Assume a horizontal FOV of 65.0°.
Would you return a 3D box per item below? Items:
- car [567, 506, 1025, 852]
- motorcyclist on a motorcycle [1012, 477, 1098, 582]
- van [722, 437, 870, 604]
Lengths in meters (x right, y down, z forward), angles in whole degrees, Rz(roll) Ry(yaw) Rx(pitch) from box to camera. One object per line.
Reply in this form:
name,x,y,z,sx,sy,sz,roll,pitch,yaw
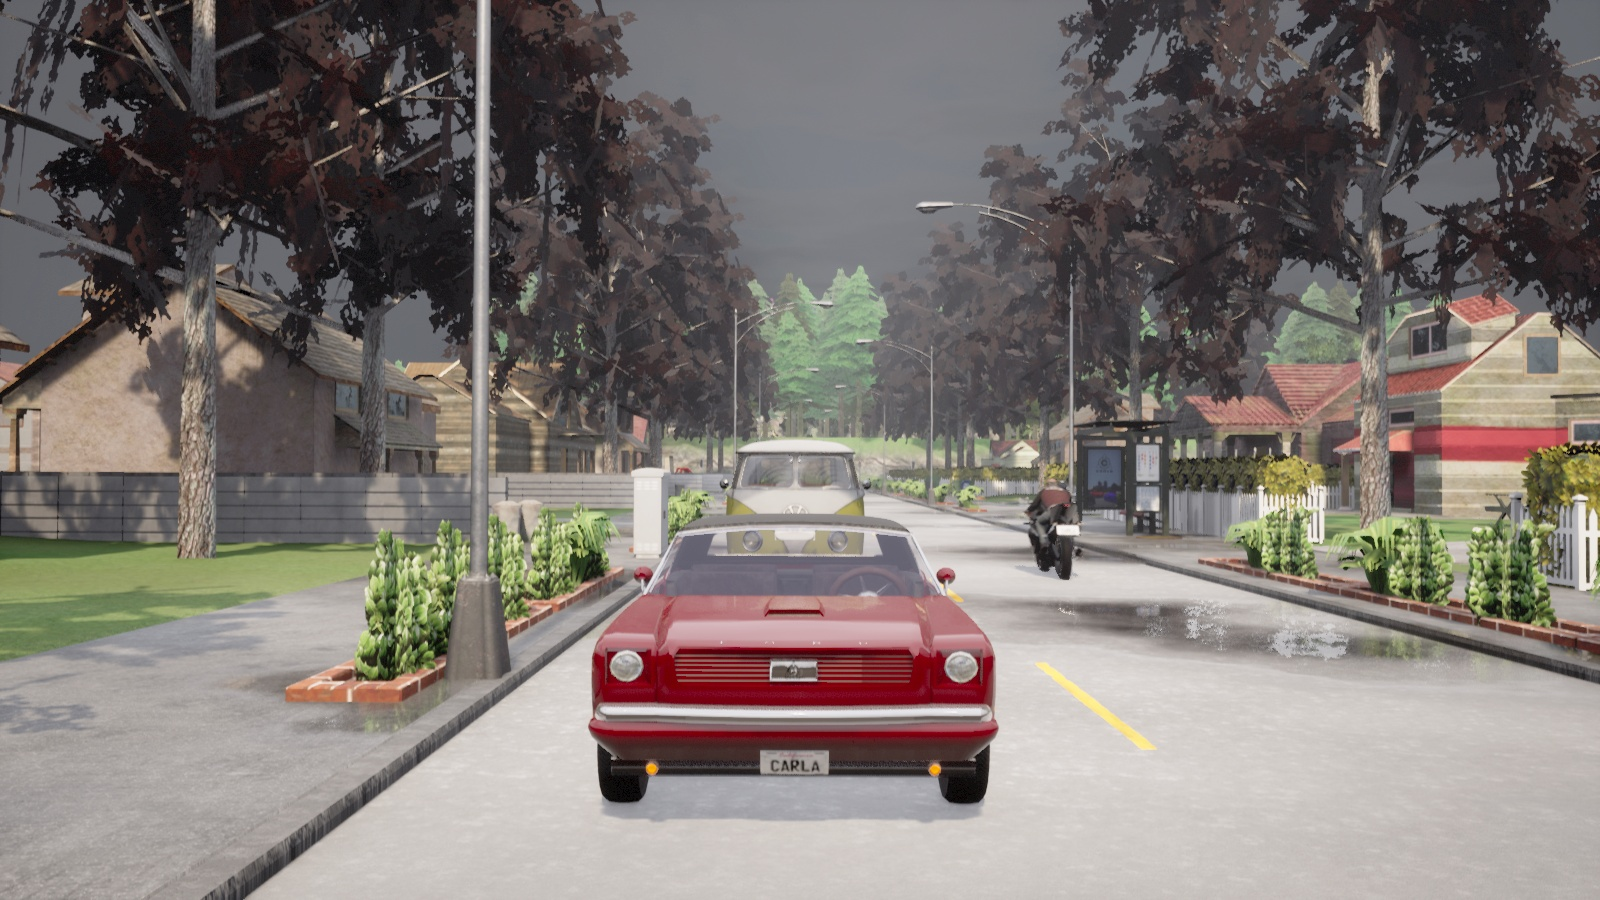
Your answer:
car,-0.024,1.054,7.576,1.895,1.301,4.718,0,-1,0
motorcyclist on a motorcycle,3.938,1.189,19.580,0.866,1.530,2.191,0,-1,0
van,-0.055,0.880,17.259,1.775,1.987,4.442,0,-1,0
